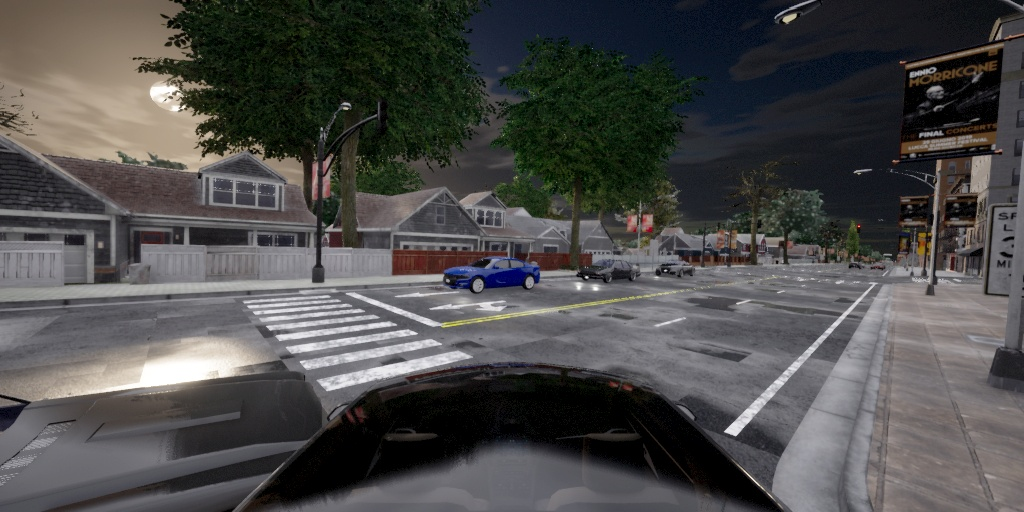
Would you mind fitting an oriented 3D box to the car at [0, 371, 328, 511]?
[{"bbox_3d":[-3.321,1.275,1.498,4.718,1.301,1.895,1,2,-33],"label":"car"}]

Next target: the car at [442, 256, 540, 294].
[{"bbox_3d":[-0.829,0.775,16.637,5.008,1.535,1.882,1,3,-43],"label":"car"}]

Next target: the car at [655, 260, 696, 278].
[{"bbox_3d":[13.800,1.010,30.197,4.181,1.385,1.994,1,2,-43],"label":"car"}]

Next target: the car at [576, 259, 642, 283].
[{"bbox_3d":[6.469,0.917,23.417,5.357,1.411,2.033,1,2,-43],"label":"car"}]
